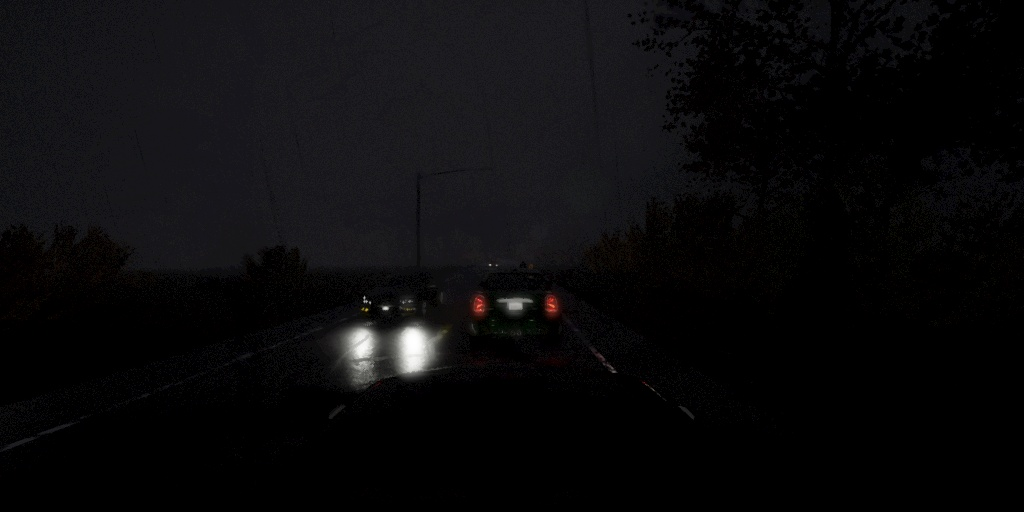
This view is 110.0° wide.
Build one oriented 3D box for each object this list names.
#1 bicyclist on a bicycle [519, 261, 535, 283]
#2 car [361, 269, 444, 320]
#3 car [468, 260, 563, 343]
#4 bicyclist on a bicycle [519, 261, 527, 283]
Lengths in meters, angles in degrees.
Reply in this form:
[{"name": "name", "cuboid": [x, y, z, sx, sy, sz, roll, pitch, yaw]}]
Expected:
[{"name": "bicyclist on a bicycle", "cuboid": [0.905, 1.181, 17.139, 0.866, 1.612, 1.509, 0, 0, 0]}, {"name": "car", "cuboid": [-3.639, 1.251, 12.717, 1.837, 1.490, 4.892, 0, 0, 0]}, {"name": "car", "cuboid": [0.073, 1.099, 9.795, 2.097, 1.767, 4.553, 0, 0, 0]}, {"name": "bicyclist on a bicycle", "cuboid": [0.843, 1.193, 27.256, 0.582, 1.620, 1.656, 0, 0, 0]}]
